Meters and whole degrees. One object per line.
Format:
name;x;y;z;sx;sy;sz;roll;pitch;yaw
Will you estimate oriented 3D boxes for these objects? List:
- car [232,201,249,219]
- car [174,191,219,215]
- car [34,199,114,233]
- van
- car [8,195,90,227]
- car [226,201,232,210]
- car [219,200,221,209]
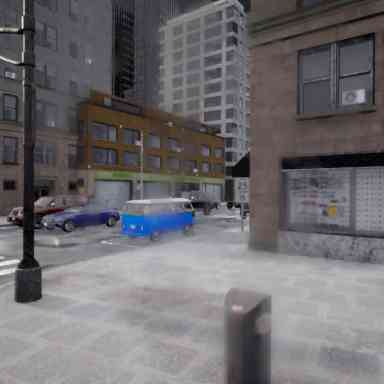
car;5.066;1.280;24.589;2.008;1.369;4.403;1;1;35
car;-0.376;0.924;27.056;2.150;2.045;5.566;0;1;35
car;-6.145;1.351;18.898;1.812;1.442;4.674;0;1;35
van;-1.406;1.208;15.425;1.690;1.788;3.998;1;1;35
car;-8.368;1.123;20.344;2.192;1.841;5.009;1;1;35
car;5.485;1.178;35.344;1.895;1.301;4.718;1;1;36
car;1.341;1.167;34.091;1.947;1.339;4.313;1;2;35
